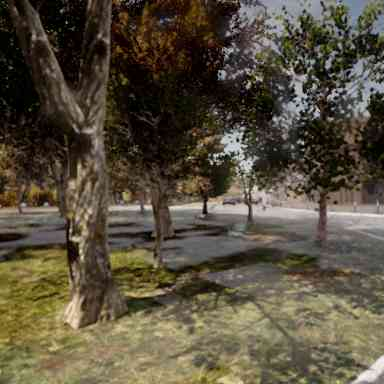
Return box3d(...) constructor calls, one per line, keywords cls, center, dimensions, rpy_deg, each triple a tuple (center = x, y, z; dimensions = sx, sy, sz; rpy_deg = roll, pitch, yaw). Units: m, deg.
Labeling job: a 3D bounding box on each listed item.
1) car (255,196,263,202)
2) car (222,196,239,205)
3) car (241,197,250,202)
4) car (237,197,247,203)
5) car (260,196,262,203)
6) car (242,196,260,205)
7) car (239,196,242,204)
box3d(cls="car", center=(17.042, 1.815, 84.534), dimensions=(1.882, 1.535, 5.008), rpy_deg=(0, -1, 14))
box3d(cls="car", center=(5.632, 1.294, 50.309), dimensions=(2.033, 1.411, 5.357), rpy_deg=(0, -1, 10))
box3d(cls="car", center=(13.797, 1.925, 84.955), dimensions=(1.895, 1.301, 4.718), rpy_deg=(0, -1, 14))
box3d(cls="car", center=(11.263, 1.796, 74.952), dimensions=(1.812, 1.442, 4.674), rpy_deg=(0, -1, 14))
box3d(cls="car", center=(12.012, 1.643, 64.541), dimensions=(1.895, 1.301, 4.718), rpy_deg=(0, -1, 15))
box3d(cls="car", center=(9.064, 1.345, 50.925), dimensions=(1.895, 1.301, 4.718), rpy_deg=(0, -1, 11))
box3d(cls="car", center=(8.495, 1.535, 63.938), dimensions=(1.837, 1.490, 4.892), rpy_deg=(0, -1, 15))
